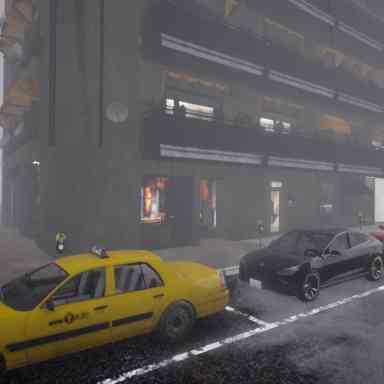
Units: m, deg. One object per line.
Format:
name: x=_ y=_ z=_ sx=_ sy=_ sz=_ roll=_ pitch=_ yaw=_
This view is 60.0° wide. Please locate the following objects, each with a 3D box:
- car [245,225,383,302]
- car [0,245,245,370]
car: x=3.125 y=1.567 z=8.297 sx=4.313 sy=1.339 sz=1.947 roll=0 pitch=1 yaw=-35
car: x=-1.638 y=1.526 z=4.915 sx=4.829 sy=1.417 sz=1.752 roll=0 pitch=1 yaw=-35
